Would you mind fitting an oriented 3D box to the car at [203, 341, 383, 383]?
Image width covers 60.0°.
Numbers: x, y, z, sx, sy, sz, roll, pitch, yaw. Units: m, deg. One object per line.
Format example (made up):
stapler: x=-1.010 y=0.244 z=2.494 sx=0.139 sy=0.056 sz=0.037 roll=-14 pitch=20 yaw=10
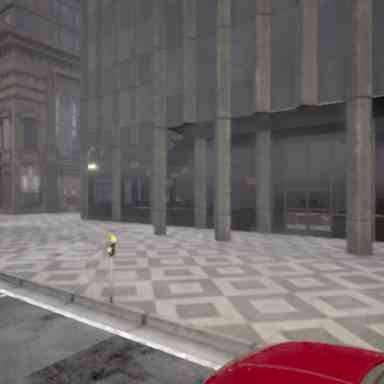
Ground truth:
car: x=2.011 y=1.545 z=1.530 sx=4.507 sy=1.381 sz=1.887 roll=0 pitch=0 yaw=35
